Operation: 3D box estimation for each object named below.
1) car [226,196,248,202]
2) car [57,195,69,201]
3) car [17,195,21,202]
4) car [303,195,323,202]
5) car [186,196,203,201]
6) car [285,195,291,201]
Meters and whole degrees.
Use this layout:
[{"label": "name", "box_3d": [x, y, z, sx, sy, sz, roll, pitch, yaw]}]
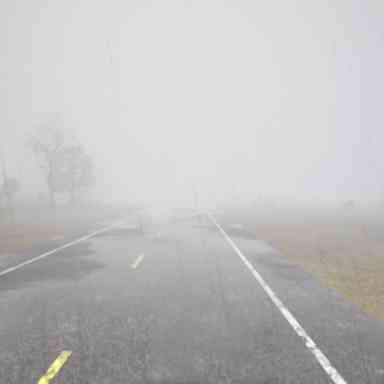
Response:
[{"label": "car", "box_3d": [10.022, 1.571, 74.468, 4.902, 1.511, 2.128, 0, 0, -2]}, {"label": "car", "box_3d": [-30.529, 1.455, 80.360, 4.718, 1.301, 1.895, 0, 0, -2]}, {"label": "car", "box_3d": [-38.757, 1.334, 73.114, 4.892, 1.490, 1.837, 0, 0, -2]}, {"label": "car", "box_3d": [29.724, 1.449, 82.064, 4.553, 1.767, 2.097, 0, 0, -2]}, {"label": "car", "box_3d": [0.688, 1.554, 81.231, 4.181, 1.385, 1.994, 0, 0, -1]}, {"label": "car", "box_3d": [23.138, 1.429, 81.870, 4.553, 1.767, 2.097, 0, 0, -2]}]
